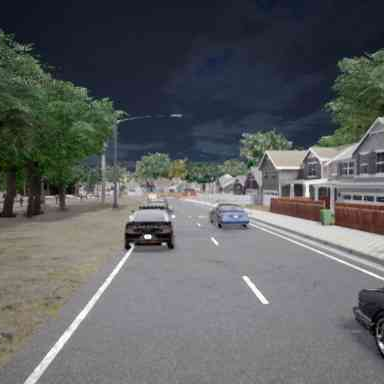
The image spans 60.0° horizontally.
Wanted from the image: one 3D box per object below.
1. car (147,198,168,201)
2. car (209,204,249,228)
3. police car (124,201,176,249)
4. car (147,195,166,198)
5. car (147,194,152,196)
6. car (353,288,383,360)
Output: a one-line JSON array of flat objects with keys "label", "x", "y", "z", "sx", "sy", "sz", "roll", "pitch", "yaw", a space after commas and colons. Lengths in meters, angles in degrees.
[{"label": "car", "x": -2.530, "y": 1.445, "z": 24.394, "sx": 1.837, "sy": 1.490, "sz": 4.892, "roll": 0, "pitch": 0, "yaw": -5}, {"label": "car", "x": 2.325, "y": 1.492, "z": 21.902, "sx": 2.033, "sy": 1.411, "sz": 5.357, "roll": 0, "pitch": 0, "yaw": -5}, {"label": "police car", "x": -1.751, "y": 1.399, "z": 14.516, "sx": 1.930, "sy": 1.638, "sz": 5.238, "roll": 0, "pitch": 0, "yaw": -4}, {"label": "car", "x": -3.151, "y": 1.368, "z": 30.564, "sx": 1.801, "sy": 1.575, "sz": 5.366, "roll": 0, "pitch": 0, "yaw": -6}, {"label": "car", "x": -8.272, "y": 1.053, "z": 69.373, "sx": 1.812, "sy": 1.442, "sz": 4.674, "roll": 0, "pitch": 0, "yaw": -12}, {"label": "car", "x": 3.467, "y": 1.544, "z": 2.648, "sx": 2.033, "sy": 1.411, "sz": 5.357, "roll": 0, "pitch": 0, "yaw": -2}]
